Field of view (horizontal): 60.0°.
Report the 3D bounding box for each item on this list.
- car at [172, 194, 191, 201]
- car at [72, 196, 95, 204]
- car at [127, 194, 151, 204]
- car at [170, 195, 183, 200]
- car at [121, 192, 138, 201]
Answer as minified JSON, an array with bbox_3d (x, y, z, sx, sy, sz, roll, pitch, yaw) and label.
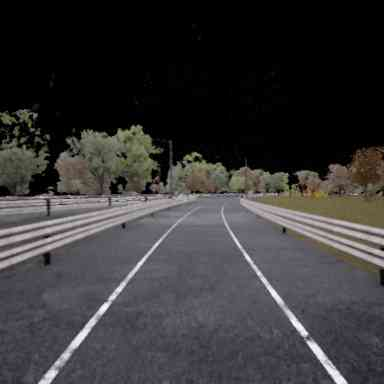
[{"bbox_3d":[-2.379,1.297,76.826,1.837,1.490,4.892,0,0,17],"label":"car"},{"bbox_3d":[-16.929,1.278,51.676,1.812,1.442,4.674,0,0,15],"label":"car"},{"bbox_3d":[-8.518,1.358,55.968,1.895,1.301,4.718,0,0,16],"label":"car"},{"bbox_3d":[-3.901,1.364,83.678,1.994,1.385,4.181,0,0,18],"label":"car"},{"bbox_3d":[-10.869,0.984,60.552,2.150,2.045,5.566,0,0,16],"label":"car"}]
